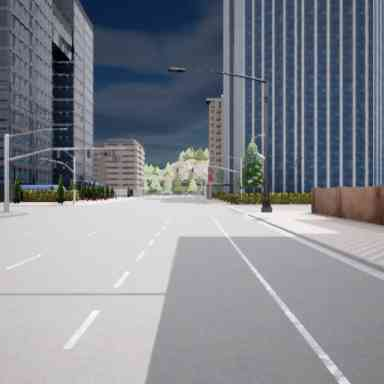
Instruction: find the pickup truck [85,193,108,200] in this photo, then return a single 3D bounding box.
[{"bbox_3d":[-24.787,1.024,86.835,2.390,2.098,6.274,0,0,30],"label":"pickup truck"}]
